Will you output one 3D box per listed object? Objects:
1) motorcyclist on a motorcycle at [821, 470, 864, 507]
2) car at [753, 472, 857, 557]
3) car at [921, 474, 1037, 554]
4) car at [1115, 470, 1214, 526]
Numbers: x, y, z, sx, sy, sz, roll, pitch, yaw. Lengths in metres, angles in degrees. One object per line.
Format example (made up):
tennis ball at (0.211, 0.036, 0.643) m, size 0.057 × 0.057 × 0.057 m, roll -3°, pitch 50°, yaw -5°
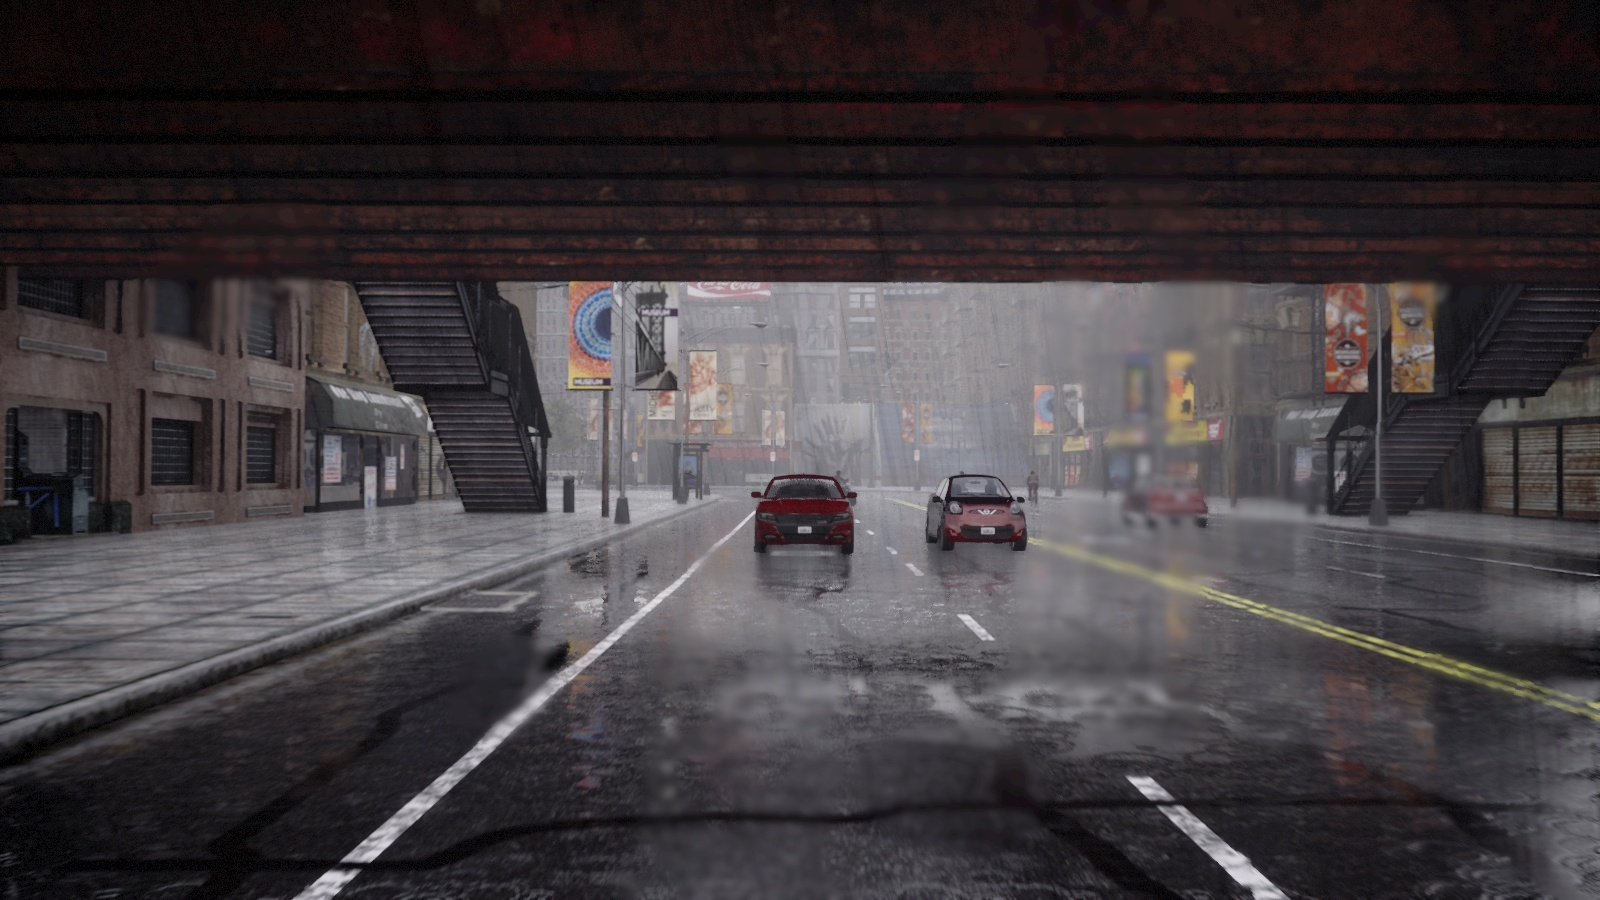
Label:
motorcyclist on a motorcycle at (1.901, 1.708, 56.431) m, size 0.766 × 1.649 × 2.350 m, roll 1°, pitch -1°, yaw -31°
car at (0.082, 1.218, 25.285) m, size 1.882 × 1.535 × 5.008 m, roll 0°, pitch -1°, yaw 0°
car at (3.579, 1.248, 25.734) m, size 1.845 × 1.501 × 3.633 m, roll 0°, pitch -1°, yaw 0°
car at (10.556, 1.368, 36.651) m, size 1.789 × 1.549 × 3.705 m, roll 0°, pitch -1°, yaw 0°
